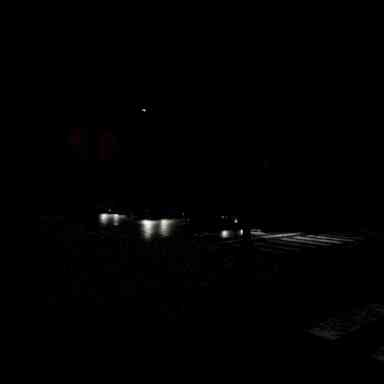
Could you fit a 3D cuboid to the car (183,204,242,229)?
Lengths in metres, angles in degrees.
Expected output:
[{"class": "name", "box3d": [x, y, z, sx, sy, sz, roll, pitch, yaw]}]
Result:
[{"class": "car", "box3d": [1.281, 1.554, 22.559, 2.128, 1.511, 4.902, 0, 0, -36]}]

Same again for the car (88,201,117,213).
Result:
[{"class": "car", "box3d": [-10.454, 1.741, 38.897, 1.895, 1.301, 4.718, 0, 0, -36]}]

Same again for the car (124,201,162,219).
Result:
[{"class": "car", "box3d": [-4.547, 1.579, 30.666, 1.882, 1.535, 5.008, 0, 0, -35]}]
